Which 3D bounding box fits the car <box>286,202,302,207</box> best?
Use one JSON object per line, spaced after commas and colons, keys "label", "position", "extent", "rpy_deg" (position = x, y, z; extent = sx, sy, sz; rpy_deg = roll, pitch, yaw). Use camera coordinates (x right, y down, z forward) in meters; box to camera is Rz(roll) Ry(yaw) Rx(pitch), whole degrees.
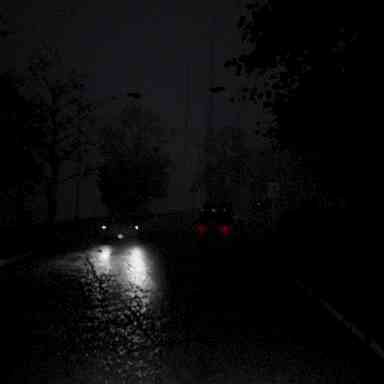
{"label": "car", "position": [17.295, 2.353, 54.902], "extent": [4.181, 1.385, 1.994], "rpy_deg": [6, -7, -37]}

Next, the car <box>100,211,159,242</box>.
{"label": "car", "position": [-2.931, 1.615, 16.511], "extent": [1.895, 1.301, 4.718], "rpy_deg": [0, 0, 4]}

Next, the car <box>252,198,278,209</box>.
{"label": "car", "position": [9.105, 1.395, 41.392], "extent": [1.994, 1.385, 4.181], "rpy_deg": [-3, -2, 34]}

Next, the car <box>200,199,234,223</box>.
{"label": "car", "position": [1.979, 1.319, 25.558], "extent": [2.097, 1.767, 4.553], "rpy_deg": [-1, 0, 13]}
